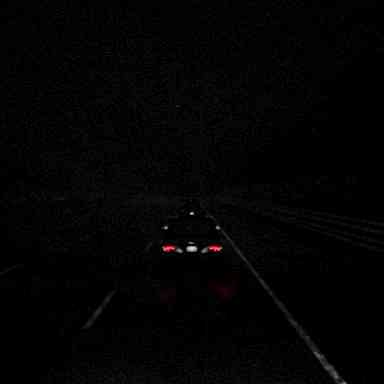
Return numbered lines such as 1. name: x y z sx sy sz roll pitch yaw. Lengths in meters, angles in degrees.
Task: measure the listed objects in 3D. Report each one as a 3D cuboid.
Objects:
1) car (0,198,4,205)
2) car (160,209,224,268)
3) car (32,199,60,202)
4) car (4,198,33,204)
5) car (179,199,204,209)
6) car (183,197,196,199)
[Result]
1. car: -24.601 1.469 41.655 1.837 1.490 4.892 0 0 0
2. car: -0.004 1.531 11.217 2.033 1.411 5.357 0 0 0
3. car: -17.604 1.568 41.570 1.895 1.301 4.718 0 0 0
4. car: -21.102 1.494 41.826 1.812 1.442 4.674 0 0 0
5. car: -0.011 1.523 26.153 1.994 1.385 4.181 0 0 0
6. car: -0.023 1.591 54.404 1.837 1.490 4.892 0 -1 0
